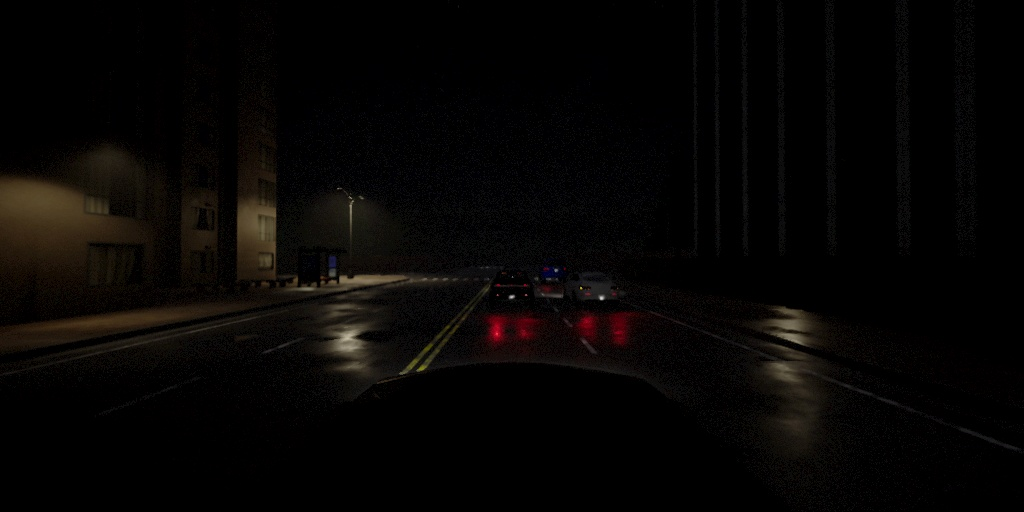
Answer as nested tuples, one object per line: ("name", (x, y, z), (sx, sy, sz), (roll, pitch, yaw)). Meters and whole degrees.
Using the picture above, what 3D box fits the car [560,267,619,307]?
("car", (3.497, 1.413, 16.259), (1.812, 1.442, 4.674), (0, 0, 0))

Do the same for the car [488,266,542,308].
("car", (-0.005, 1.379, 16.149), (2.128, 1.511, 4.902), (0, 0, 0))

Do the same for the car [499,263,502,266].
("car", (-0.012, 1.554, 31.221), (1.812, 1.442, 4.674), (0, 0, 0))

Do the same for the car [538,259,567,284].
("car", (3.485, 1.241, 30.874), (2.150, 2.045, 5.566), (0, 0, 0))
